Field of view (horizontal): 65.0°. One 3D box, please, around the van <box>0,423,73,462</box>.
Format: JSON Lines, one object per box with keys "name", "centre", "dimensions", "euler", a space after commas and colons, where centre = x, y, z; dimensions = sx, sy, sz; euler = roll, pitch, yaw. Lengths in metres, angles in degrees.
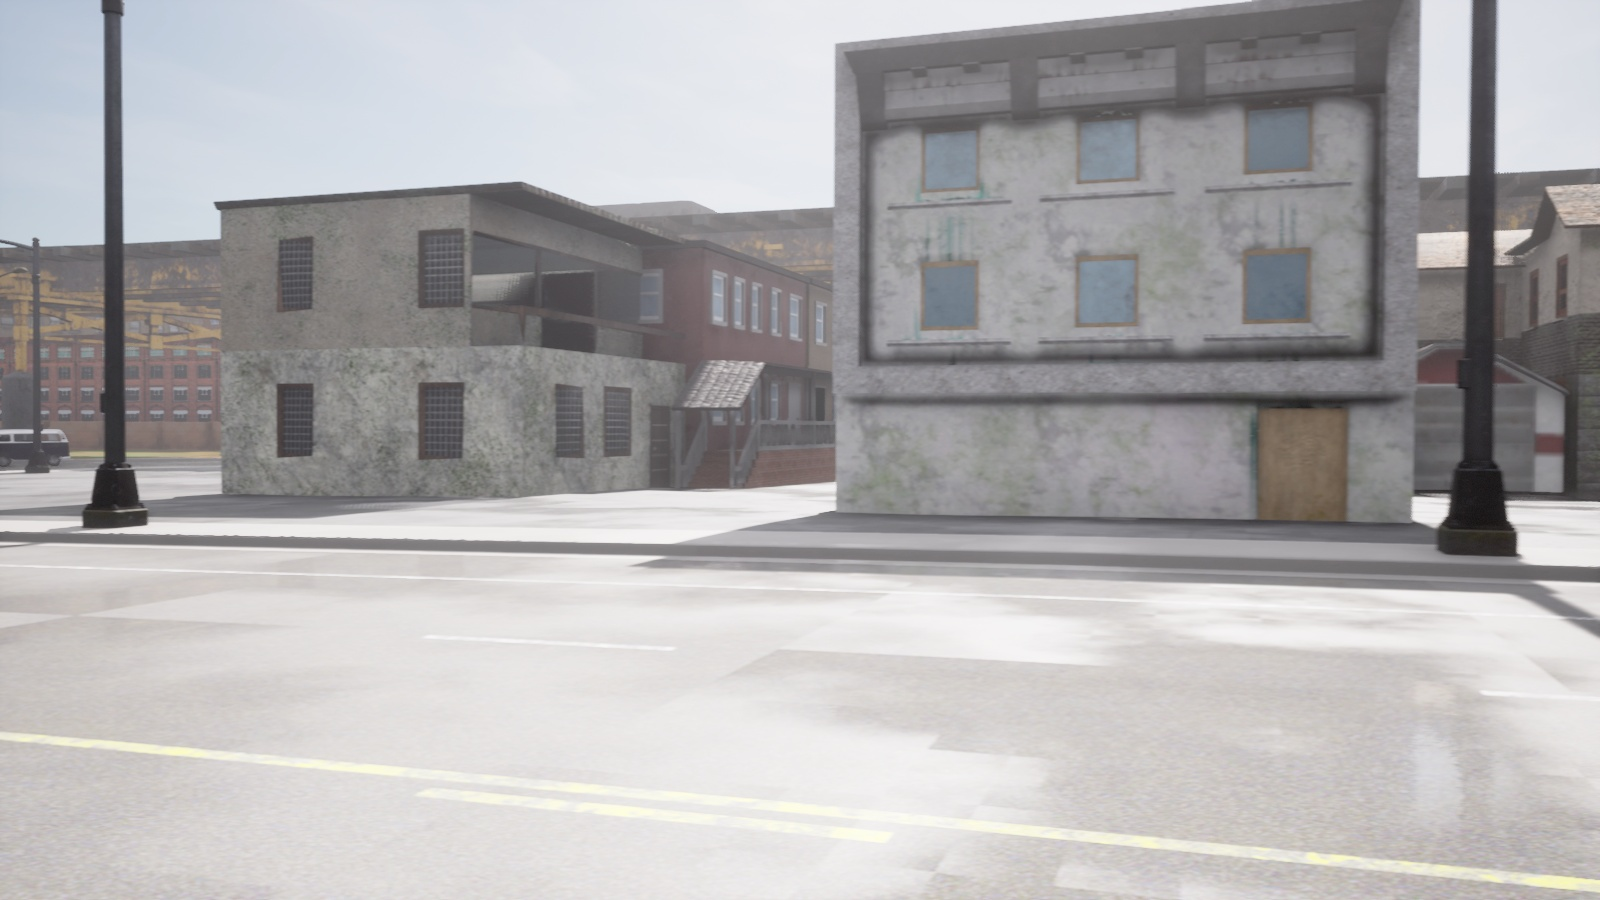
{"name": "van", "centre": [-42.427, -0.435, 68.322], "dimensions": [2.069, 2.038, 4.480], "euler": [1, 1, 37]}
